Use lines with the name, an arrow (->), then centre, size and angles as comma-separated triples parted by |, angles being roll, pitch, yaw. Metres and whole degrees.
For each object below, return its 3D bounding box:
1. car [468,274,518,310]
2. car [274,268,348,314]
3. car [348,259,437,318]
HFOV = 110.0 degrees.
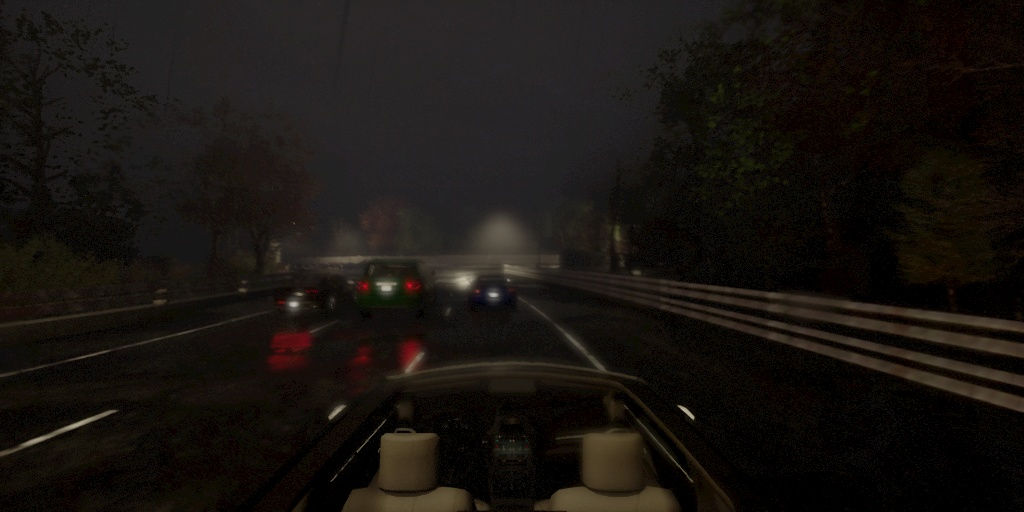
car -> -0.941, 1.497, 15.773 | 1.994, 1.385, 4.181 | 0, -1, -7
car -> -7.885, 1.453, 14.882 | 1.837, 1.490, 4.892 | 0, 0, -7
car -> -4.240, 1.146, 14.025 | 2.150, 2.045, 5.566 | 0, 0, -6
